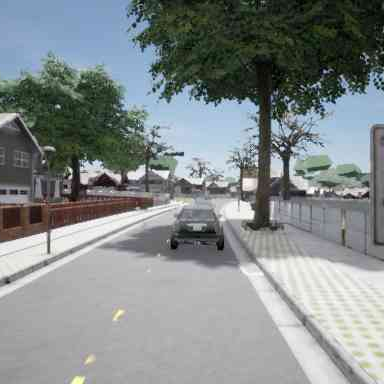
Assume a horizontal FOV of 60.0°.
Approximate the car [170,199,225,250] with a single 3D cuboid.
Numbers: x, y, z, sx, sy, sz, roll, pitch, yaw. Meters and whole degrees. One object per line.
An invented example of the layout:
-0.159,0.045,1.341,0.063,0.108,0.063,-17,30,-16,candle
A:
0.265,1.370,14.556,2.097,1.767,4.553,0,0,2,car
